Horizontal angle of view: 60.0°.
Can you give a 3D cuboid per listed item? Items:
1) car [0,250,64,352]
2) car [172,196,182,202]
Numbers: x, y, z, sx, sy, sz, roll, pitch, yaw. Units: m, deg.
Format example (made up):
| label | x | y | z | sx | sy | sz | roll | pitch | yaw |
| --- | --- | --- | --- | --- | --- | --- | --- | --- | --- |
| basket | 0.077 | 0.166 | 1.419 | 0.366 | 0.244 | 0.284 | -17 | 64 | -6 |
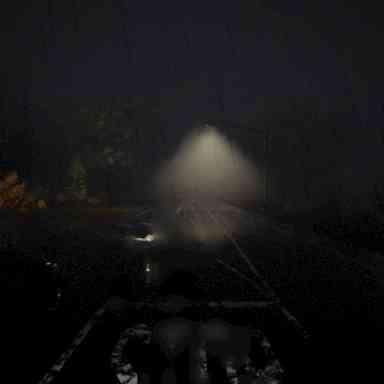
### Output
| label | x | y | z | sx | sy | sz | roll | pitch | yaw |
| --- | --- | --- | --- | --- | --- | --- | --- | --- | --- |
| car | -3.481 | 1.579 | 4.786 | 1.994 | 1.385 | 4.181 | 0 | 0 | 0 |
| car | -3.351 | 1.589 | 74.387 | 2.033 | 1.411 | 5.357 | 0 | 0 | 3 |
